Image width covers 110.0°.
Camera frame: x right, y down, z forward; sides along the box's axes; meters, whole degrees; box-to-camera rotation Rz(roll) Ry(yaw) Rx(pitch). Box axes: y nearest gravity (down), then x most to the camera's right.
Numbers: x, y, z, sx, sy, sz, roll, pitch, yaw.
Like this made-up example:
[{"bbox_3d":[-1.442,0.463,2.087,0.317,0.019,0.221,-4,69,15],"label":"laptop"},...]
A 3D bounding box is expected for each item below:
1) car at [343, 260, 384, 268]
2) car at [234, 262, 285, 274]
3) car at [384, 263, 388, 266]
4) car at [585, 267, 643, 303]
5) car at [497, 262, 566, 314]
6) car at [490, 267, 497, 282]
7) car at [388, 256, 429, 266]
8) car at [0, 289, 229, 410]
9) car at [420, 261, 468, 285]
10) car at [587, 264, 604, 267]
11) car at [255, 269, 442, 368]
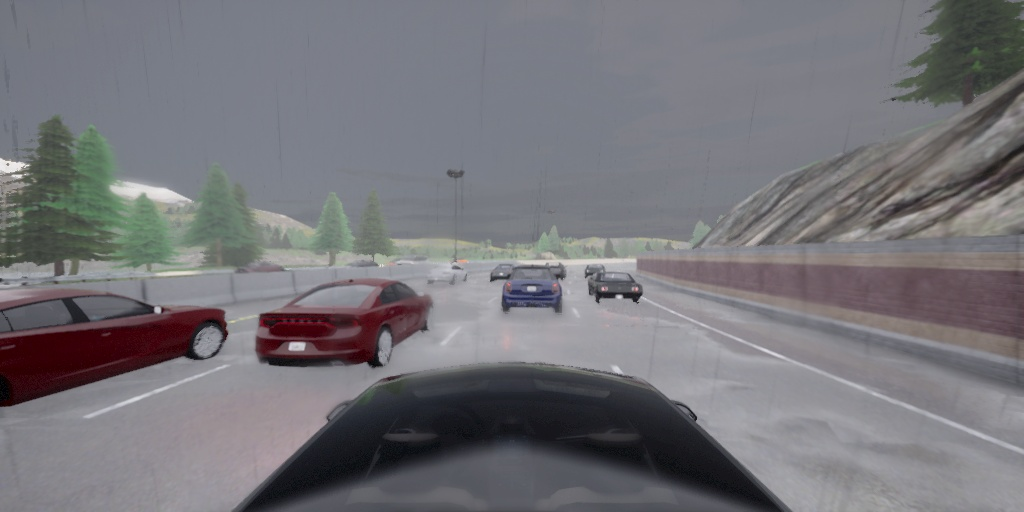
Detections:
[{"bbox_3d":[-18.494,1.213,43.992,2.128,1.511,4.902,0,0,16],"label":"car"},{"bbox_3d":[-24.377,1.260,34.772,1.994,1.385,4.181,0,0,12],"label":"car"},{"bbox_3d":[-14.384,1.087,45.600,2.097,1.767,4.553,0,0,17],"label":"car"},{"bbox_3d":[4.638,1.376,16.816,1.895,1.301,4.718,0,0,7],"label":"car"},{"bbox_3d":[0.849,1.113,14.062,2.097,1.767,4.553,0,0,5],"label":"car"},{"bbox_3d":[-0.399,1.332,28.934,1.994,1.385,4.181,0,0,12],"label":"car"},{"bbox_3d":[-11.737,0.965,42.287,2.150,2.045,5.566,0,0,16],"label":"car"},{"bbox_3d":[-6.743,1.209,5.243,1.882,1.535,5.008,0,0,2],"label":"car"},{"bbox_3d":[-4.580,1.278,25.801,1.812,1.442,4.674,0,0,10],"label":"car"},{"bbox_3d":[7.973,1.399,34.153,1.895,1.301,4.718,0,0,15],"label":"car"},{"bbox_3d":[-3.140,1.222,7.903,1.882,1.535,5.008,0,0,3],"label":"car"}]
